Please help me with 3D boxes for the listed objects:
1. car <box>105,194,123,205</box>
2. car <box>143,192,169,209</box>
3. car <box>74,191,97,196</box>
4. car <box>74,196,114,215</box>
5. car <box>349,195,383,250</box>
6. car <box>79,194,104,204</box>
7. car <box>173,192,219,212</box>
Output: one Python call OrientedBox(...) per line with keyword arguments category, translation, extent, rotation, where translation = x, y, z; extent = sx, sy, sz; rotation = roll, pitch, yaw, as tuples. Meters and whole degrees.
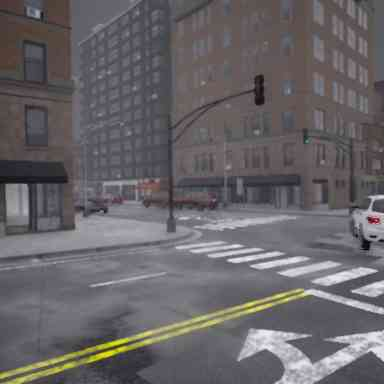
OrientedBox(category="car", translation=(-11.075, 0.939, 45.070), extent=(1.967, 1.590, 4.097), rotation=(-1, 1, -44))
OrientedBox(category="car", translation=(-3.413, 0.886, 37.155), extent=(2.192, 1.841, 5.009), rotation=(-1, 1, -44))
OrientedBox(category="car", translation=(-12.798, 0.874, 38.546), extent=(2.150, 2.045, 5.566), rotation=(-2, 2, -44))
OrientedBox(category="car", translation=(-9.530, 1.330, 31.225), extent=(1.947, 1.339, 4.313), rotation=(-1, 1, -44))
OrientedBox(category="car", translation=(7.928, 1.122, 13.598), extent=(2.150, 2.045, 5.566), rotation=(1, 1, 21))
OrientedBox(category="car", translation=(-14.906, 1.044, 49.028), extent=(1.802, 1.307, 4.206), rotation=(-1, 1, -44))
OrientedBox(category="car", translation=(0.419, 0.921, 33.198), extent=(2.192, 1.841, 5.009), rotation=(-1, 1, -44))
